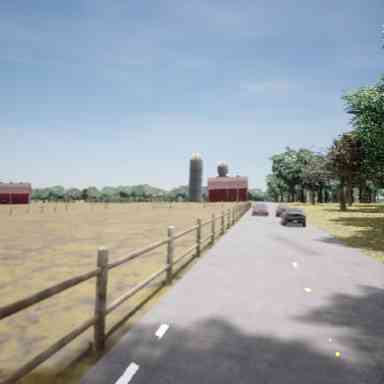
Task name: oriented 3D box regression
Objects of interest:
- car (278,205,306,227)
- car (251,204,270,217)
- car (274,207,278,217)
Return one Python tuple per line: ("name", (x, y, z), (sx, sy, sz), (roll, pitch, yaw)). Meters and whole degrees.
("car", (8.766, 2.106, 28.891), (1.837, 1.490, 4.892), (2, 0, 12))
("car", (8.234, 2.143, 40.032), (1.812, 1.442, 4.674), (2, 0, 12))
("car", (11.179, 2.272, 40.410), (1.812, 1.442, 4.674), (2, 0, 12))
